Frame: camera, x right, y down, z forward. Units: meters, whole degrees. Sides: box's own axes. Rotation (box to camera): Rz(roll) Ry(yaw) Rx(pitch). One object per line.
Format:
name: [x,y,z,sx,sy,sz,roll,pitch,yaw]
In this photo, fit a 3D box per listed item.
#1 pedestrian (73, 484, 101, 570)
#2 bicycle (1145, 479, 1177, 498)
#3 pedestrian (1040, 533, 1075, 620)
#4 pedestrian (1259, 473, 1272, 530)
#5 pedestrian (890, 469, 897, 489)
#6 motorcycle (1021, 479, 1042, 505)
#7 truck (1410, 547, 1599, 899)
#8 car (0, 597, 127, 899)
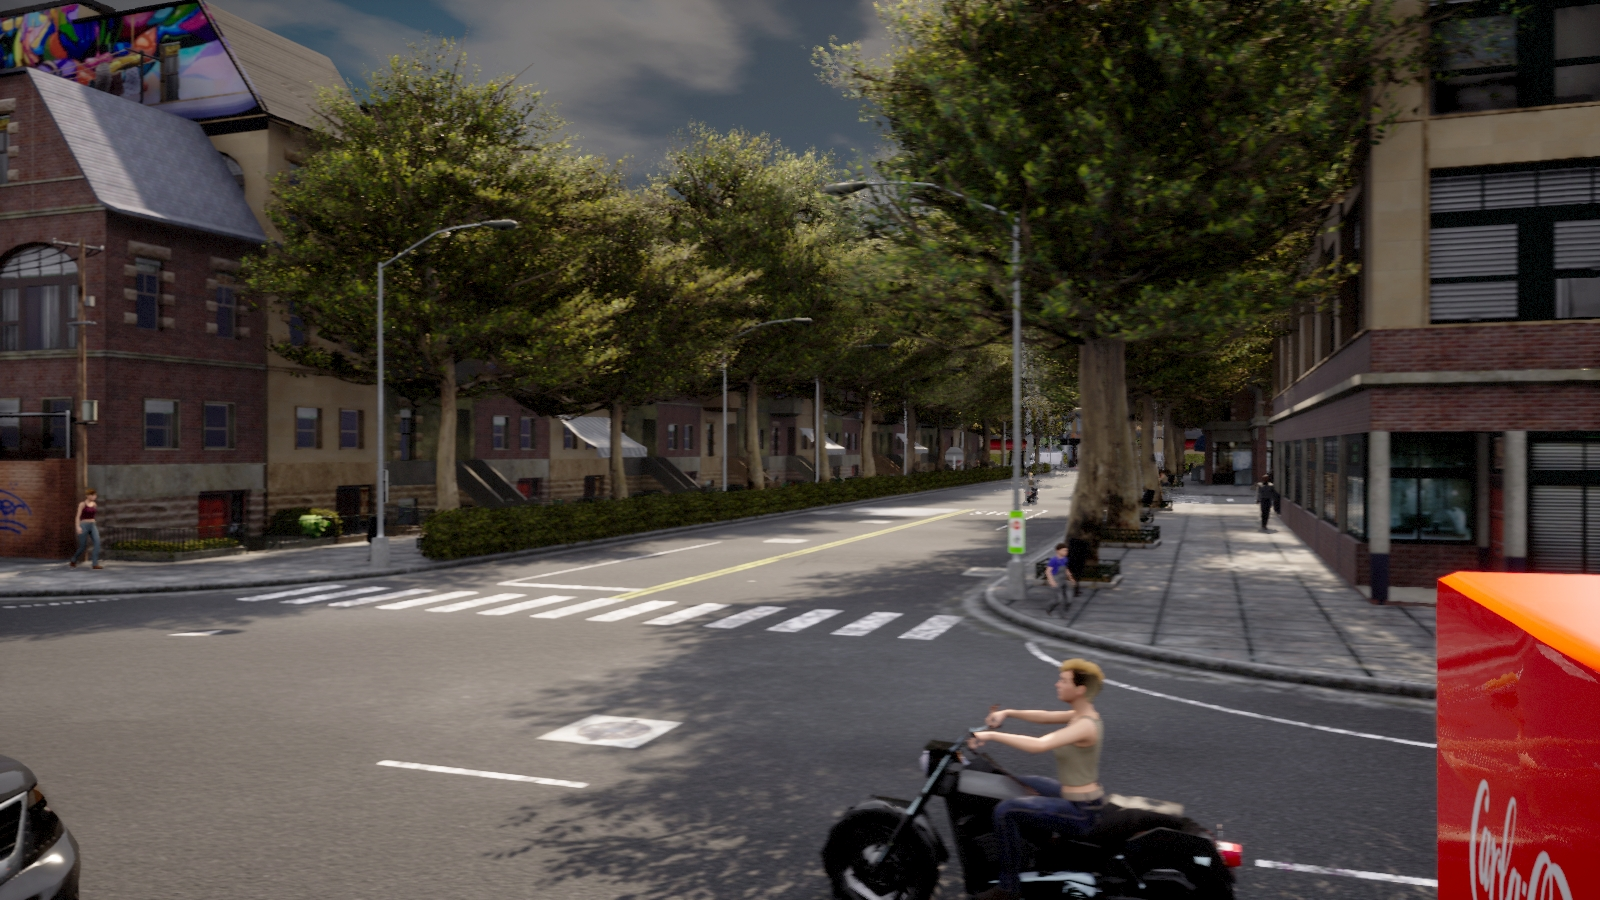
pedestrian: [-15.746,1.696,25.239,0.375,1.860,0.375,0,0,19]
bicycle: [21.016,2.256,66.528,1.487,1.080,0.859,0,-2,44]
pedestrian: [4.040,1.976,17.927,0.375,1.300,0.375,0,0,-31]
pedestrian: [15.321,1.696,37.604,0.375,1.860,0.375,0,0,19]
pedestrian: [6.349,1.976,77.564,0.375,1.300,0.375,0,0,20]
motorcycle: [12.156,2.170,59.961,0.764,1.277,2.356,0,0,20]
truck: [4.095,1.568,1.809,5.204,2.467,2.627,0,0,20]
car: [-6.293,1.778,5.560,5.566,2.045,2.150,0,0,20]
